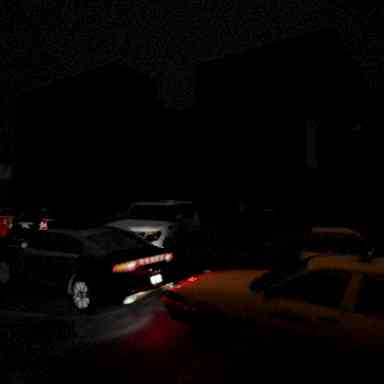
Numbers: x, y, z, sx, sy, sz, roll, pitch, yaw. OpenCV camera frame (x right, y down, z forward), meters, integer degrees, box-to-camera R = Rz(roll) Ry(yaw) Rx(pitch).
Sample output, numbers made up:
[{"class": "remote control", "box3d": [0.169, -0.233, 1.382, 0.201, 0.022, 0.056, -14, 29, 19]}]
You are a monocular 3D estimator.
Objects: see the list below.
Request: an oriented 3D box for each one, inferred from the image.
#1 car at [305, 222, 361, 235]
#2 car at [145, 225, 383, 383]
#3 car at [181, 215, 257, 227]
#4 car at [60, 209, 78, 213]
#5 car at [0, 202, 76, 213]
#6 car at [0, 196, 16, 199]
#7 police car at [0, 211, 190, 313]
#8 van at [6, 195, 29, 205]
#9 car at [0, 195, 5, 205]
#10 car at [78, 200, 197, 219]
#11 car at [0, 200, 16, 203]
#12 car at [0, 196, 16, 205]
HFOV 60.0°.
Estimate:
[{"class": "car", "box3d": [3.514, 1.546, 8.232, 1.946, 1.575, 5.366, 1, -1, 16]}, {"class": "car", "box3d": [1.998, 1.492, 4.405, 5.366, 1.575, 1.801, 0, 0, 36]}, {"class": "car", "box3d": [1.137, 1.588, 10.161, 2.163, 1.488, 4.792, 1, -1, 16]}, {"class": "car", "box3d": [-3.694, 1.602, 13.721, 2.163, 1.488, 4.792, 1, -1, 16]}, {"class": "car", "box3d": [-6.125, 1.455, 15.503, 2.185, 1.767, 4.553, 0, -1, 16]}, {"class": "car", "box3d": [-31.548, 1.885, 53.859, 4.792, 1.488, 2.163, 1, 0, 15]}, {"class": "police car", "box3d": [-2.773, 1.474, 7.910, 5.238, 1.638, 1.930, 0, 0, 36]}, {"class": "van", "box3d": [-38.614, 1.786, 73.579, 4.442, 1.987, 1.878, -1, -1, 15]}, {"class": "car", "box3d": [-41.916, 1.714, 68.590, 5.566, 2.045, 2.435, -1, -1, 15]}, {"class": "car", "box3d": [-1.276, 1.313, 11.947, 2.435, 2.045, 5.566, 1, -1, 16]}, {"class": "car", "box3d": [-8.543, 1.464, 17.281, 2.185, 1.767, 4.553, 0, -1, 16]}, {"class": "car", "box3d": [-40.251, 1.863, 71.083, 4.553, 1.767, 2.185, -1, -1, 15]}]
